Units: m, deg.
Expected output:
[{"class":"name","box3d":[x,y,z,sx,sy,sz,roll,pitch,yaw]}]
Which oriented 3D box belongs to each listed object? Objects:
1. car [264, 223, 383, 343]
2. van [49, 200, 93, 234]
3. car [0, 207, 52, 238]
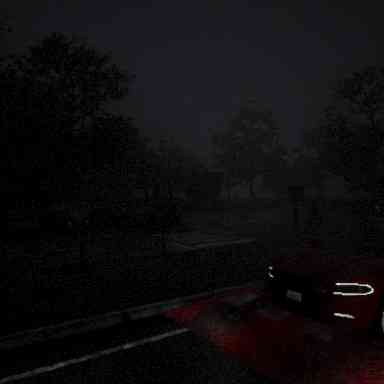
[{"class":"car","box3d":[3.487,1.328,6.160,5.008,1.535,1.882,4,-2,-35]},{"class":"van","box3d":[-7.756,1.538,21.062,1.878,1.987,4.442,1,-1,-35]},{"class":"car","box3d":[-10.102,1.736,19.567,2.163,1.488,4.792,1,-1,-36]}]
